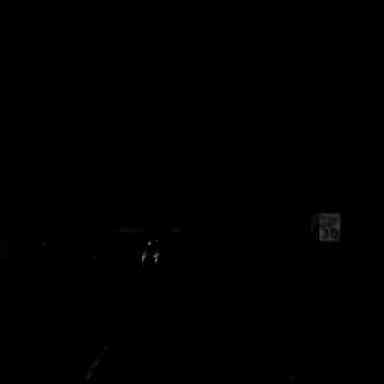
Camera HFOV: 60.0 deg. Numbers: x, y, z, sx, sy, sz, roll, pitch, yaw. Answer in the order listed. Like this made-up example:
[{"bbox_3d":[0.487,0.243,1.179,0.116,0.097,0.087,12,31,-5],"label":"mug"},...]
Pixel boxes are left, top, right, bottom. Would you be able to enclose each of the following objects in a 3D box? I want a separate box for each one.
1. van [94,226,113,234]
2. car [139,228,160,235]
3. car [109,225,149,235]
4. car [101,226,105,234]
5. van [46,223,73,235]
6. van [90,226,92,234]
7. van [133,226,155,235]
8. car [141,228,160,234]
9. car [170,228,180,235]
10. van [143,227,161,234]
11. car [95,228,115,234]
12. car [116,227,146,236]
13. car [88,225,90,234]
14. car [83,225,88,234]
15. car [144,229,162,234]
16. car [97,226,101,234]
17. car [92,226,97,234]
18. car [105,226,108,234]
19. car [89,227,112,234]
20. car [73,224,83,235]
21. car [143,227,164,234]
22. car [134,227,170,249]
[{"bbox_3d":[-23.604,10.073,88.402,4.442,1.987,1.878,1,-7,0],"label":"van"},{"bbox_3d":[-10.595,9.806,82.723,4.792,1.488,2.163,1,-7,0],"label":"car"},{"bbox_3d":[-10.343,6.527,55.173,5.366,1.575,1.946,1,-6,0],"label":"car"},{"bbox_3d":[-23.679,8.979,77.374,5.008,1.535,2.097,1,-7,0],"label":"car"},{"bbox_3d":[-23.732,6.459,58.025,4.442,1.987,1.878,1,-6,0],"label":"van"},{"bbox_3d":[-23.770,7.765,69.148,4.442,1.987,1.878,1,-7,0],"label":"van"},{"bbox_3d":[-10.709,8.561,74.485,4.442,1.987,1.878,1,-7,0],"label":"van"},{"bbox_3d":[-10.637,10.146,85.480,4.674,1.452,2.002,1,-7,0],"label":"car"},{"bbox_3d":[-3.505,8.372,70.610,1.882,1.535,5.008,1,-7,0],"label":"car"},{"bbox_3d":[-10.525,10.213,88.268,4.442,1.987,1.878,1,-7,0],"label":"van"},{"bbox_3d":[-23.738,10.625,91.126,5.008,1.535,2.097,1,-7,0],"label":"car"},{"bbox_3d":[-10.543,6.834,57.925,4.892,1.521,2.231,1,-6,0],"label":"car"},{"bbox_3d":[-23.639,7.663,66.370,4.892,1.521,2.231,1,-7,0],"label":"car"},{"bbox_3d":[-23.451,7.334,63.623,5.366,1.575,1.946,1,-7,0],"label":"car"},{"bbox_3d":[-10.683,10.796,91.000,4.792,1.488,2.163,1,-7,0],"label":"car"},{"bbox_3d":[-23.669,8.635,74.498,5.008,1.535,2.097,1,-7,0],"label":"car"},{"bbox_3d":[-23.632,8.196,71.887,4.553,1.767,2.185,1,-7,0],"label":"car"},{"bbox_3d":[-23.688,9.309,80.124,4.892,1.521,2.231,1,-7,0],"label":"car"},{"bbox_3d":[-23.529,9.966,85.627,5.366,1.575,1.946,1,-7,0],"label":"car"},{"bbox_3d":[-23.651,6.762,60.902,5.566,2.045,2.435,1,-6,0],"label":"car"},{"bbox_3d":[-10.689,10.859,93.766,5.566,2.045,2.435,1,-8,0],"label":"car"},{"bbox_3d":[-3.444,4.107,29.299,2.128,1.511,4.902,1,-5,0],"label":"car"}]
